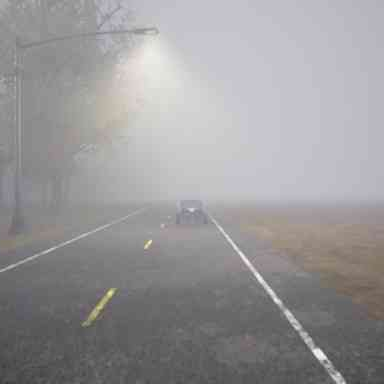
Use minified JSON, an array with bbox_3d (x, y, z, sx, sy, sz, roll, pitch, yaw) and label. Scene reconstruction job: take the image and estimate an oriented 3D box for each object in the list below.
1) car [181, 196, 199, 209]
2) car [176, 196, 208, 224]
[{"bbox_3d":[-0.253,1.237,40.975,2.128,1.511,4.902,0,0,-1],"label":"car"},{"bbox_3d":[-0.031,1.202,23.445,2.097,1.767,4.553,0,0,-1],"label":"car"}]
